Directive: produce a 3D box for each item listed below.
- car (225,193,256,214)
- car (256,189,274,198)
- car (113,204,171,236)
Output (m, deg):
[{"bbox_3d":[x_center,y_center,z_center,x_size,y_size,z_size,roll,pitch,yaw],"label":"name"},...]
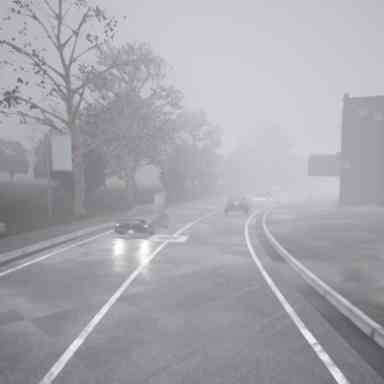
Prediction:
[{"bbox_3d":[4.466,0.991,31.078,2.097,1.767,4.553,2,2,16],"label":"car"},{"bbox_3d":[12.347,0.209,56.437,2.033,1.411,5.357,4,4,33],"label":"car"},{"bbox_3d":[-2.407,1.384,17.739,2.033,1.411,5.357,1,1,8],"label":"car"}]
